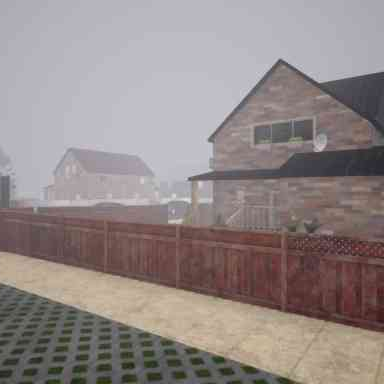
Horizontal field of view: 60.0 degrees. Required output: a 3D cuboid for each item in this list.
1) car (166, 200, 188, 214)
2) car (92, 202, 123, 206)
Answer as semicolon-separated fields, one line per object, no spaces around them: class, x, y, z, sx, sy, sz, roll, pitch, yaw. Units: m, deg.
car;-1.910;1.701;38.039;1.837;1.490;4.892;0;0;35
car;-7.833;1.636;29.744;1.837;1.490;4.892;0;0;35
